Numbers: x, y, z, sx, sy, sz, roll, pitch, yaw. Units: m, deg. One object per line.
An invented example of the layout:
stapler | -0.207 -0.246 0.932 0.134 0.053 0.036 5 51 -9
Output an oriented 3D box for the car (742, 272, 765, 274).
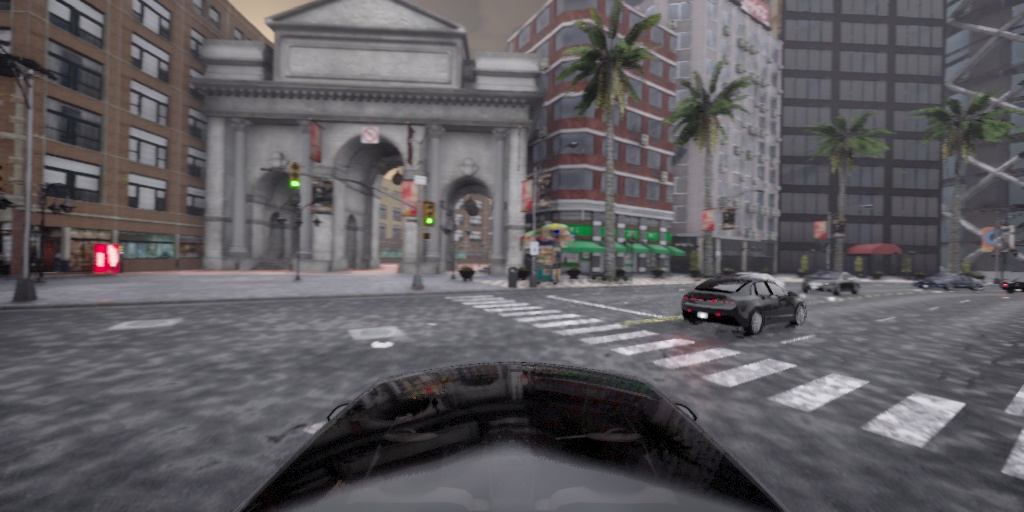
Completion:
car | 12.288 1.575 18.585 4.674 1.442 1.812 1 0 -31

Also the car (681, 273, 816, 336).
car | 7.291 1.432 11.184 4.892 1.490 1.837 1 -1 -33

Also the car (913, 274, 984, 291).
car | 37.434 2.216 30.729 5.357 1.411 2.033 1 0 -12

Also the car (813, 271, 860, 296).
car | 21.274 1.762 23.909 4.902 1.511 2.128 1 0 -30

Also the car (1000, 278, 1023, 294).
car | 40.738 2.352 27.668 4.718 1.301 1.895 1 0 -10
